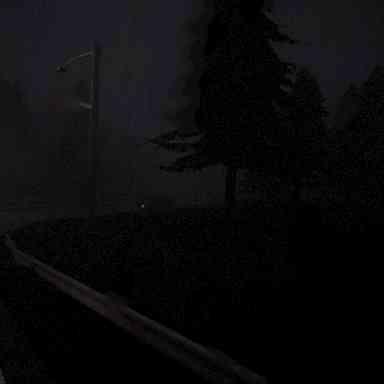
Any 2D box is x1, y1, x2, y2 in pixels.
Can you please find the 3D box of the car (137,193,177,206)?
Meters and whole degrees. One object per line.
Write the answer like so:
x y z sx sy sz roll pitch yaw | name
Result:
-3.018 0.903 29.936 1.837 1.490 4.892 3 2 26 | car
